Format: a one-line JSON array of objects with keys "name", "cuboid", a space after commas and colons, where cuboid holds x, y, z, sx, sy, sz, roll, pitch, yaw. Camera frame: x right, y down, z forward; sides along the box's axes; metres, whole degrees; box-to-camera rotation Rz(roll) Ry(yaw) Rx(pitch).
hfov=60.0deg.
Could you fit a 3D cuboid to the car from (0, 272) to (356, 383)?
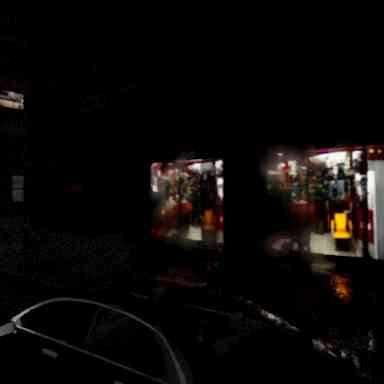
[{"name": "car", "cuboid": [-0.703, 1.536, 3.393, 4.403, 1.369, 2.008, 0, -1, 36]}]
